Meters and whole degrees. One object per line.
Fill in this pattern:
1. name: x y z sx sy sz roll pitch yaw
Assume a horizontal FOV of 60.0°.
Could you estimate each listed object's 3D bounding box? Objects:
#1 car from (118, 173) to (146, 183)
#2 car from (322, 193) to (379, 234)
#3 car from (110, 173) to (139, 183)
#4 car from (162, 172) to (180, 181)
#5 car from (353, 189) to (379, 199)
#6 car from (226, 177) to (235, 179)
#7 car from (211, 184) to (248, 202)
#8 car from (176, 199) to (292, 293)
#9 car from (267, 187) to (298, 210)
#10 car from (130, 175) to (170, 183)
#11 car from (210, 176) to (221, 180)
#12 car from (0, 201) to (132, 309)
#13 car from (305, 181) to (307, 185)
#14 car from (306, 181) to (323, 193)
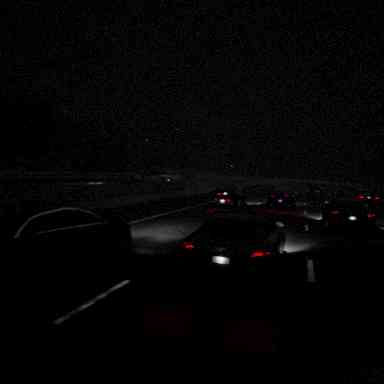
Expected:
1. car: -9.585 -2.239 53.556 2.128 1.511 4.902 4 4 19
2. car: 7.342 0.982 15.790 1.994 1.385 4.181 4 4 18
3. car: -7.478 -1.166 37.877 1.882 1.535 5.008 4 4 18
4. car: -3.999 -2.601 59.151 2.150 2.045 5.566 4 4 19
5. car: 16.475 0.443 31.846 2.033 1.411 5.357 4 4 18
6. car: 8.713 -2.721 75.151 1.882 1.535 5.008 4 4 18
7. car: 2.761 0.220 23.816 1.837 1.490 4.892 4 4 18
8. car: 1.165 1.133 7.976 1.994 1.385 4.181 4 4 18
9. car: 6.735 0.334 24.692 1.882 1.535 5.008 4 4 18
10. car: -4.425 -0.853 36.006 1.812 1.442 4.674 4 4 18
11. car: 5.394 -2.903 76.248 2.128 1.511 4.902 4 4 18
12. car: -2.941 0.931 6.682 2.128 1.511 4.902 4 4 18
13. car: 28.172 -1.902 78.327 1.882 1.535 5.008 4 3 18
14. car: 19.404 -0.693 52.004 2.033 1.411 5.357 4 4 18
